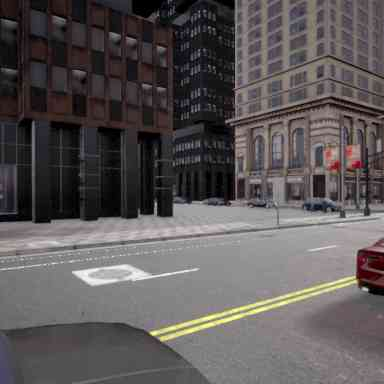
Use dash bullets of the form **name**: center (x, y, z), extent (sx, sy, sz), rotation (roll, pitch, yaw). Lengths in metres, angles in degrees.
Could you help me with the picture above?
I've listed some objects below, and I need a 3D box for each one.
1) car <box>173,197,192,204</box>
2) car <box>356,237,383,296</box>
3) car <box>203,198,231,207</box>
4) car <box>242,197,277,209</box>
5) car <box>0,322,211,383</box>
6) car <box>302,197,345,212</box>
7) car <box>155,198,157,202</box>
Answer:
- **car**: center (-2.128, 1.609, 62.138), extent (2.033, 1.411, 5.357), rotation (0, 0, -35)
- **car**: center (5.681, 1.477, 7.494), extent (5.008, 1.535, 1.882), rotation (0, 0, -36)
- **car**: center (3.982, 1.595, 53.429), extent (2.033, 1.411, 5.357), rotation (0, 0, -35)
- **car**: center (9.673, 1.526, 45.363), extent (2.128, 1.511, 4.902), rotation (0, 0, -35)
- **car**: center (-2.334, 1.548, 1.779), extent (5.357, 1.411, 2.033), rotation (0, 0, -35)
- **car**: center (14.948, 1.377, 37.897), extent (2.097, 1.767, 4.553), rotation (0, 0, -35)
- **car**: center (-6.703, 1.597, 73.909), extent (2.128, 1.511, 4.902), rotation (0, 0, -35)
